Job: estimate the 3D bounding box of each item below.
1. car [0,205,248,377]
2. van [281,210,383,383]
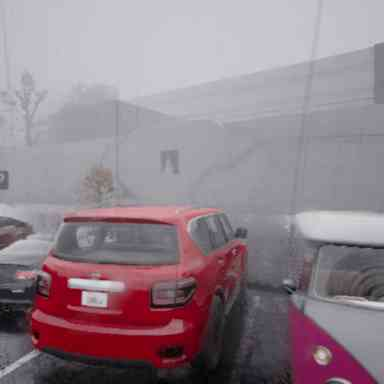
[{"bbox_3d":[-0.299,1.253,6.049,2.435,2.045,5.566,0,-1,15],"label":"car"},{"bbox_3d":[2.100,1.265,4.172,1.878,1.987,4.442,0,-1,16],"label":"van"}]
